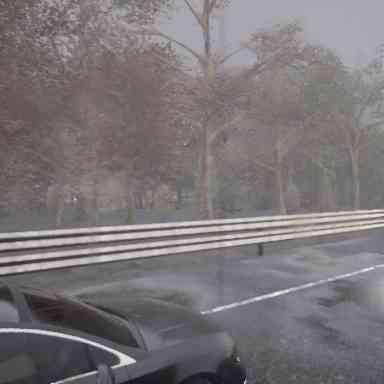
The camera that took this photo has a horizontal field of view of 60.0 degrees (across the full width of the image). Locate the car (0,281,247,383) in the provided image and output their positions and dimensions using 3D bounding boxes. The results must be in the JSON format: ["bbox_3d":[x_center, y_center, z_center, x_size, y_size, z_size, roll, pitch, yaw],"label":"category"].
[{"bbox_3d":[-1.714,1.505,2.524,4.892,1.490,1.837,0,0,-35],"label":"car"}]
